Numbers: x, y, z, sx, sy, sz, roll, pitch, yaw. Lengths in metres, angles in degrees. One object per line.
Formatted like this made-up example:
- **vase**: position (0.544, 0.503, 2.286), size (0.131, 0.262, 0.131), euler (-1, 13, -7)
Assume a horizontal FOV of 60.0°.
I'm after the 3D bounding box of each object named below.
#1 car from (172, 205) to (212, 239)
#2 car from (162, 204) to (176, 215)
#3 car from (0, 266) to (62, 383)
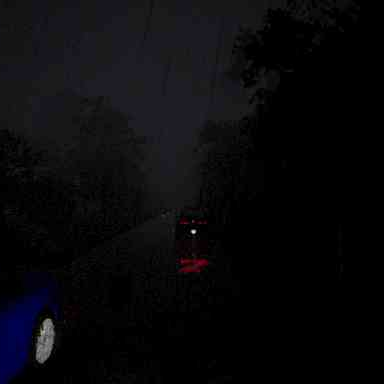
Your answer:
- **car**: position (0.066, 1.725, 18.690), size (1.837, 1.490, 4.892), euler (0, -1, 0)
- **car**: position (-3.005, 2.336, 44.783), size (2.033, 1.411, 5.357), euler (0, -2, 0)
- **car**: position (-2.854, 1.508, 2.936), size (1.882, 1.535, 5.008), euler (0, -1, 0)
